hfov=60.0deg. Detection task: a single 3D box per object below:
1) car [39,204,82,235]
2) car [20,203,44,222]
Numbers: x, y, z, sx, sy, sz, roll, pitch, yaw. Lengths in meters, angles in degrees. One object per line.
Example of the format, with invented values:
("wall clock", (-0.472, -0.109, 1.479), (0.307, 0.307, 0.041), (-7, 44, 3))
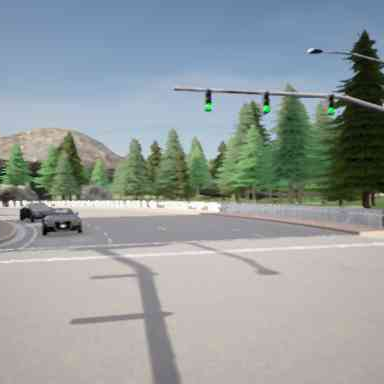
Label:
("car", (-7.569, 1.617, 19.219), (1.994, 1.385, 4.181), (-1, 0, -25))
("car", (-12.880, 1.655, 27.665), (1.812, 1.442, 4.674), (-1, 0, -42))
